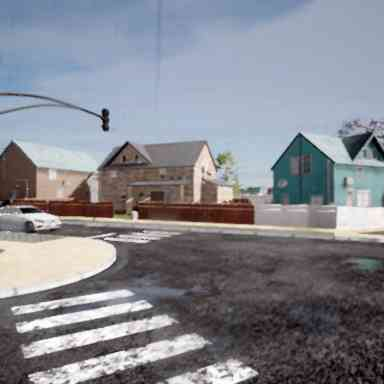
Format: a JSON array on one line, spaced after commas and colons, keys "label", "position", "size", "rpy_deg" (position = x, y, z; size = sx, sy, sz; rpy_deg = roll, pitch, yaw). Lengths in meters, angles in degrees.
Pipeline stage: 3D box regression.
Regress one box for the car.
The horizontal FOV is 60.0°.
[{"label": "car", "position": [-9.586, 1.483, 18.909], "size": [4.674, 1.442, 1.812], "rpy_deg": [0, -1, 24]}]
